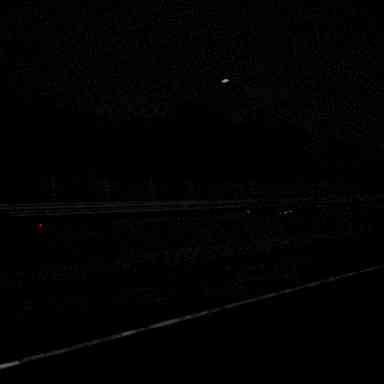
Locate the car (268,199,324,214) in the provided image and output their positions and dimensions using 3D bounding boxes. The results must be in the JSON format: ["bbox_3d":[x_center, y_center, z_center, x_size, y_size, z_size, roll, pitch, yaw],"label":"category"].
[{"bbox_3d":[8.779,1.449,27.140,4.892,1.490,1.837,-1,0,-34],"label":"car"}]

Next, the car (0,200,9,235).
[{"bbox_3d":[-12.031,1.344,16.890,4.553,1.767,2.097,0,0,-35],"label":"car"}]

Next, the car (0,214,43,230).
[{"bbox_3d":[-7.786,1.595,11.326,4.718,1.301,1.895,0,0,-35],"label":"car"}]

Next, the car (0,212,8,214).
[{"bbox_3d":[-9.365,1.541,14.501,5.357,1.411,2.033,0,0,-35],"label":"car"}]

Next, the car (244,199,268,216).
[{"bbox_3d":[6.831,1.448,30.047,4.892,1.490,1.837,-1,0,-34],"label":"car"}]
